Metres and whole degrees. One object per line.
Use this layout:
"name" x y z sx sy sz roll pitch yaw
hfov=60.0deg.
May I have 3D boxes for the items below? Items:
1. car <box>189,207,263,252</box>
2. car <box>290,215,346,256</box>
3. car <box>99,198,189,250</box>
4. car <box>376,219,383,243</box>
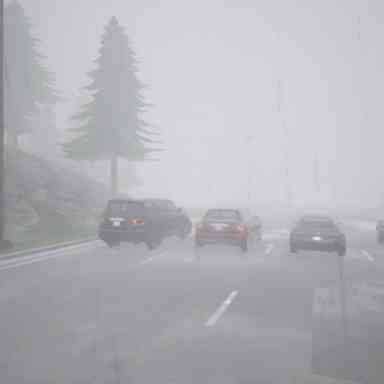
"car" 1.783 1.414 14.636 2.097 1.767 4.553 0 0 21
"car" 5.180 1.634 13.731 1.994 1.385 4.181 0 0 21
"car" -1.855 1.276 14.916 2.150 2.045 5.566 0 0 21
"car" 8.805 1.556 13.422 1.882 1.535 5.008 0 0 21
